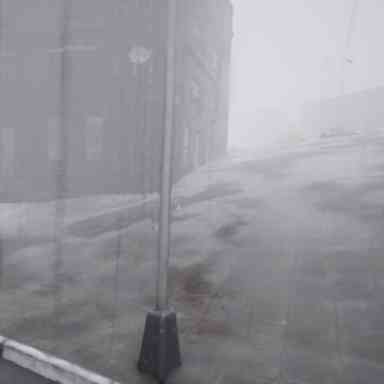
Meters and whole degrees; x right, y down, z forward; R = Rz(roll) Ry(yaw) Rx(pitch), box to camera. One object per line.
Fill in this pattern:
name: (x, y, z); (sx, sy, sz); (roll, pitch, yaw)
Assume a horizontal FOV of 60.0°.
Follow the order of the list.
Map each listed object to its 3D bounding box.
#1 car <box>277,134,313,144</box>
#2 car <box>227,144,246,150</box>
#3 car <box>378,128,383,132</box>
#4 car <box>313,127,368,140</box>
car: (11.251, -5.419, 35.483); (2.185, 1.767, 4.553); (1, 2, -31)
car: (5.647, -5.716, 44.965); (2.231, 1.521, 4.892); (1, 2, -31)
car: (16.935, -4.808, 25.854); (2.002, 1.452, 4.674); (1, 2, -31)
car: (14.056, -5.202, 30.733); (2.185, 1.767, 4.553); (1, 2, -31)
